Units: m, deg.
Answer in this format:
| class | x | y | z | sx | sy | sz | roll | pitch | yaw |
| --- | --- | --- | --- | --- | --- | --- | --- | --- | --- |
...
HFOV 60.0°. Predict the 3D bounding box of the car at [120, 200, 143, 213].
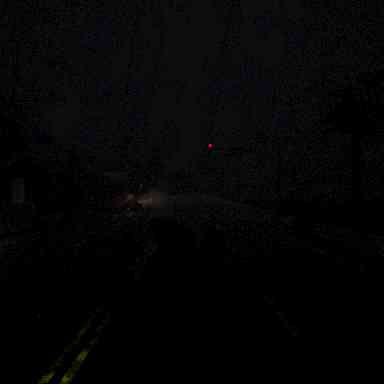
| class | x | y | z | sx | sy | sz | roll | pitch | yaw |
| --- | --- | --- | --- | --- | --- | --- | --- | --- | --- |
| car | -6.512 | 1.566 | 36.142 | 1.994 | 1.385 | 4.181 | 0 | 0 | 0 |
